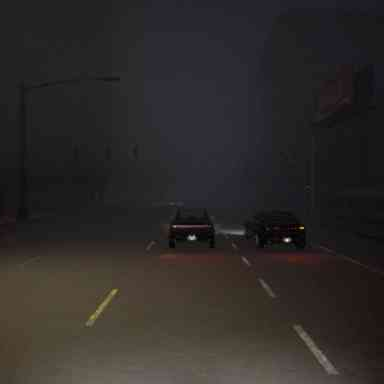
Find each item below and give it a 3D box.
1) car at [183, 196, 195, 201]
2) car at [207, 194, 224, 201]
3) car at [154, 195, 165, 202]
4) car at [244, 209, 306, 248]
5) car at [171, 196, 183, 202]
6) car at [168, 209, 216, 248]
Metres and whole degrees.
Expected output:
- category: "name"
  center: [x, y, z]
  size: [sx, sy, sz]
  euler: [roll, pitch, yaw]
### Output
- category: "car"
  center: [-1.104, 1.564, 85.632]
  size: [1.895, 1.301, 4.718]
  euler: [0, 0, -27]
- category: "car"
  center: [6.124, 1.315, 85.449]
  size: [4.553, 1.767, 2.097]
  euler: [-1, 0, -36]
- category: "car"
  center: [-7.000, 1.459, 72.455]
  size: [1.837, 1.490, 4.892]
  euler: [0, 0, 0]
- category: "car"
  center: [3.500, 1.515, 14.650]
  size: [1.837, 1.490, 4.892]
  euler: [0, 0, 0]
- category: "car"
  center: [-3.500, 1.554, 72.424]
  size: [1.895, 1.301, 4.718]
  euler: [0, 0, 0]
- category: "car"
  center: [0.000, 1.493, 14.650]
  size: [2.128, 1.511, 4.902]
  euler: [0, 0, 0]
